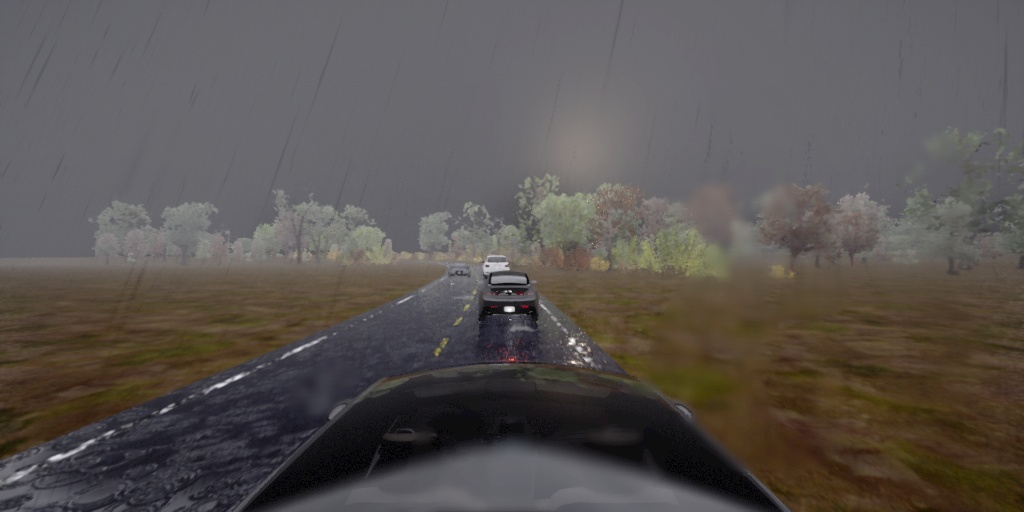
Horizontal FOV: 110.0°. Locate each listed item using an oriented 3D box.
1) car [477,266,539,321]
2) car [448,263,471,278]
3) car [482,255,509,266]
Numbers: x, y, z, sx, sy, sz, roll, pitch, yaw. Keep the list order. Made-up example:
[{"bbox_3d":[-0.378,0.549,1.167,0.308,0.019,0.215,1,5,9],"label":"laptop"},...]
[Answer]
[{"bbox_3d":[-0.157,1.256,12.555,1.837,1.490,4.892,0,0,-2],"label":"car"},{"bbox_3d":[-4.877,1.321,33.587,1.994,1.385,4.181,0,0,-6],"label":"car"},{"bbox_3d":[-1.475,0.975,31.898,2.150,2.045,5.566,0,0,-6],"label":"car"}]
